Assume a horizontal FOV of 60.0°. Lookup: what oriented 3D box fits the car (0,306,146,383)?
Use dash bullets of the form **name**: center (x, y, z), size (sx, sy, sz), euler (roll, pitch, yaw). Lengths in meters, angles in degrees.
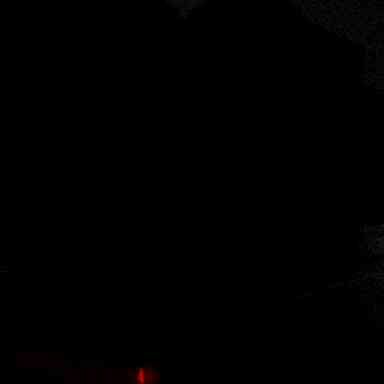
- **car**: center (-2.335, 1.563, 2.017), size (4.181, 1.385, 1.994), euler (0, 0, -36)
